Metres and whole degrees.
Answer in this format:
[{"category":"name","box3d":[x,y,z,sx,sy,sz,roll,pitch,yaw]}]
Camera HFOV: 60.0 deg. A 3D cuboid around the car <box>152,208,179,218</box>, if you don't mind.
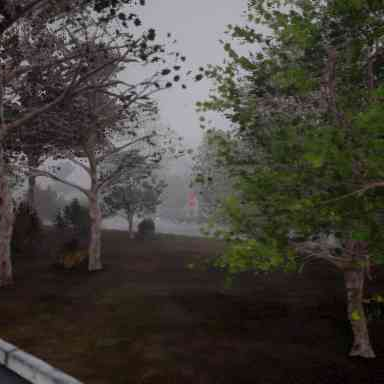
[{"category":"car","box3d":[-3.754,3.025,48.165,1.812,1.442,4.674,-2,-4,36]}]
